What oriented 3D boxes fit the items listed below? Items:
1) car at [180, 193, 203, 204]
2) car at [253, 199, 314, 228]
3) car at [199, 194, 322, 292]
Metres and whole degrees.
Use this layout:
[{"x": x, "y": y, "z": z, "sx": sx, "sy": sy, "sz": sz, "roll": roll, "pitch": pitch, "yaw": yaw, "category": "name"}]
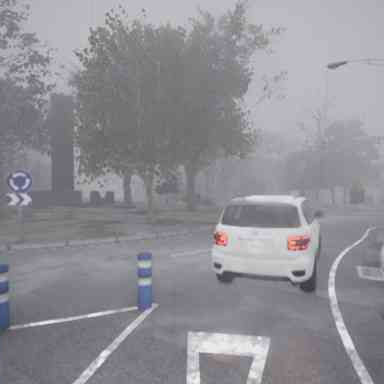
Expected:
[{"x": 0.459, "y": 0.781, "z": 41.990, "sx": 4.181, "sy": 1.385, "sz": 1.994, "roll": 1, "pitch": 1, "yaw": 44, "category": "car"}, {"x": 5.609, "y": 1.207, "z": 20.013, "sx": 1.994, "sy": 1.385, "sz": 4.181, "roll": 1, "pitch": 1, "yaw": 40, "category": "car"}, {"x": 2.238, "y": 1.080, "z": 8.959, "sx": 2.150, "sy": 2.045, "sz": 5.566, "roll": 0, "pitch": 1, "yaw": 22, "category": "car"}]
